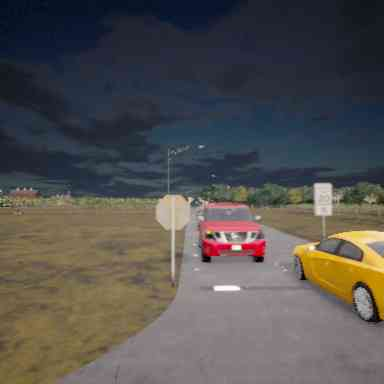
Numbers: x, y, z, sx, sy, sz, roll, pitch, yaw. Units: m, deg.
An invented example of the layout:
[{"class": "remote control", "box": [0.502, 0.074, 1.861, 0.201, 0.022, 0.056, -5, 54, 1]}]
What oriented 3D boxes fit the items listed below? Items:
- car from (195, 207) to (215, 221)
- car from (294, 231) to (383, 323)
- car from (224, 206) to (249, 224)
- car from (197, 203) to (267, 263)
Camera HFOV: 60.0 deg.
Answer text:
[{"class": "car", "box": [1.358, 2.319, 36.222, 1.895, 1.301, 4.718, 0, -1, 0]}, {"class": "car", "box": [3.928, 1.631, 7.536, 1.882, 1.535, 5.008, -3, -1, -4]}, {"class": "car", "box": [4.207, 2.152, 32.161, 1.812, 1.442, 4.674, 0, -1, 0]}, {"class": "car", "box": [1.434, 1.483, 13.500, 2.150, 2.045, 5.566, 0, -1, 0]}]
